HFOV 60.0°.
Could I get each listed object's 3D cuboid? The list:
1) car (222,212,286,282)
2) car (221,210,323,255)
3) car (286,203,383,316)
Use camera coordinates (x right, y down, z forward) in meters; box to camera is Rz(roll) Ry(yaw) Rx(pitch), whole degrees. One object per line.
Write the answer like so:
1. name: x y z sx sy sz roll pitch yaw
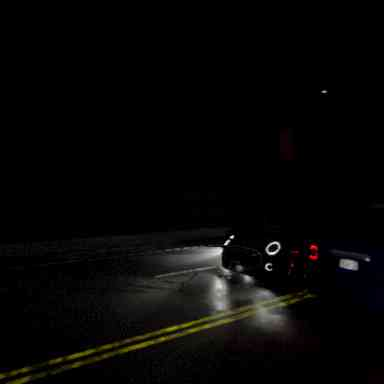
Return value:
1. car: 3.045 1.372 9.852 4.553 1.767 2.097 0 0 -36
2. car: 3.463 1.588 14.142 4.181 1.385 1.994 0 0 -36
3. car: 4.642 1.240 6.762 5.566 2.045 2.150 0 0 -35
